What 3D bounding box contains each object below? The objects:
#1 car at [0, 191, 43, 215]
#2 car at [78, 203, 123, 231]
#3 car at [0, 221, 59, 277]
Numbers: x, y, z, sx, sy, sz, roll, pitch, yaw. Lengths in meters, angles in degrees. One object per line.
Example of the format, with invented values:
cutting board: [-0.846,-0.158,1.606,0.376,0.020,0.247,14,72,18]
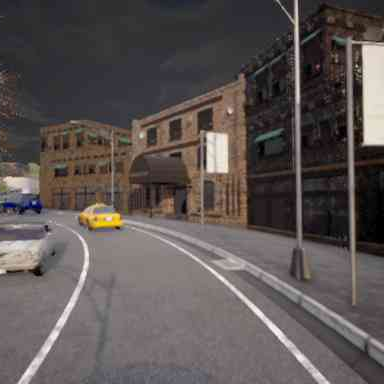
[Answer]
car: [-17.574,1.215,34.192,5.566,2.045,2.150,0,-1,38]
car: [-5.827,1.449,20.683,1.801,1.575,5.366,0,0,-29]
car: [-5.263,1.604,10.106,1.895,1.301,4.718,0,0,-17]
